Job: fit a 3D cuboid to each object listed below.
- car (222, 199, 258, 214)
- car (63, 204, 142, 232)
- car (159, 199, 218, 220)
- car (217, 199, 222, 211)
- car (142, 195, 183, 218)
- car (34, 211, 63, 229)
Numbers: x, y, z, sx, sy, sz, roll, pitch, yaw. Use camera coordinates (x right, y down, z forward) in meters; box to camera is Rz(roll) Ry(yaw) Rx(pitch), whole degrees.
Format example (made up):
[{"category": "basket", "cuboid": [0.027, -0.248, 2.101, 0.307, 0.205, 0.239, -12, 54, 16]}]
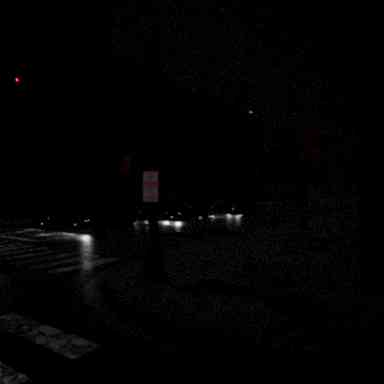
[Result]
[{"category": "car", "cuboid": [5.827, 1.601, 37.957, 2.128, 1.511, 4.902, 0, 0, 35]}, {"category": "car", "cuboid": [-5.625, 1.645, 21.535, 1.812, 1.442, 4.674, 0, 0, 33]}, {"category": "car", "cuboid": [-0.143, 1.662, 29.405, 2.033, 1.411, 5.357, 0, 0, 35]}, {"category": "car", "cuboid": [2.923, 1.603, 39.477, 1.882, 1.535, 5.008, 0, 0, 35]}, {"category": "car", "cuboid": [-2.900, 1.352, 31.136, 2.150, 2.045, 5.566, 0, 0, 35]}, {"category": "car", "cuboid": [-8.378, 1.736, 23.273, 1.895, 1.301, 4.718, 0, 0, 37]}]
